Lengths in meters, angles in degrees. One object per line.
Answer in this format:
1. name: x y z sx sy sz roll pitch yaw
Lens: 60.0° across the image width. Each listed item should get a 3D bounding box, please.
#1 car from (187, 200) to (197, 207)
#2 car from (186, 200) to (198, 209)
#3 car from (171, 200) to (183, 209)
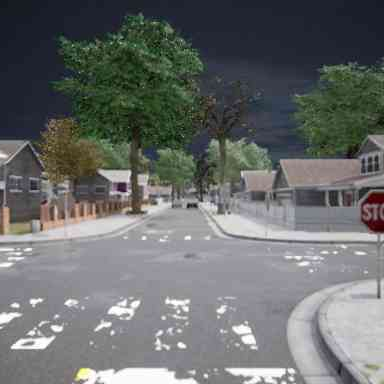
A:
1. car: 0.064 2.309 66.185 1.994 1.385 4.181 0 -1 0
2. car: 0.053 2.104 55.768 1.882 1.535 5.008 0 -1 0
3. car: -2.692 2.179 59.940 1.837 1.490 4.892 0 -1 0
